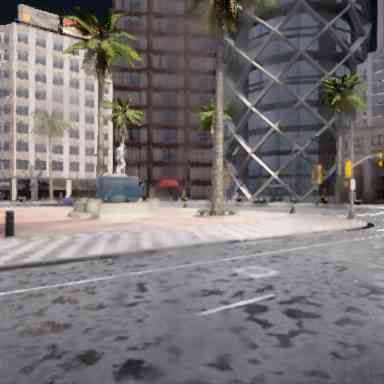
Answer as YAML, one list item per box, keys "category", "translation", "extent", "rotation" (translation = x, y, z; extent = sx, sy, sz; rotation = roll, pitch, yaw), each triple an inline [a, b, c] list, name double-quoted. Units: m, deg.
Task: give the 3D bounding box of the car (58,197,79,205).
- category: "car"
  translation: [-22.348, 1.593, 61.156]
  extent: [4.181, 1.385, 1.994]
  rotation: [0, 0, -10]
